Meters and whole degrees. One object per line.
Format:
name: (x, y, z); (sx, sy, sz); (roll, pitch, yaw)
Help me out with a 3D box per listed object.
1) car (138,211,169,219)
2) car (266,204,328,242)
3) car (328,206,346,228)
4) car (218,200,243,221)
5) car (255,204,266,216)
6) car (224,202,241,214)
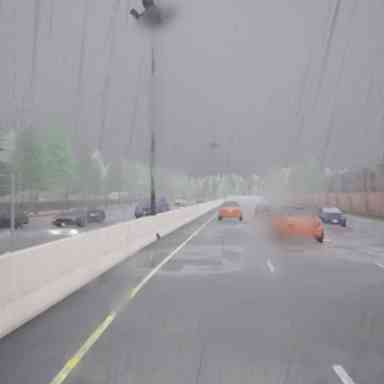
car: (-3.637, 1.492, 30.924); (2.150, 2.045, 5.566); (0, -1, 8)
car: (5.368, 1.520, 17.575); (2.097, 1.767, 4.553); (0, -1, 7)
car: (9.796, 1.762, 24.338); (1.812, 1.442, 4.674); (0, -1, 7)
car: (3.598, 1.634, 30.762); (2.097, 1.767, 4.553); (0, -1, 8)
car: (7.942, 1.943, 36.571); (1.895, 1.301, 4.718); (0, -1, 8)
car: (5.066, 1.947, 41.648); (1.994, 1.385, 4.181); (0, 0, 8)
